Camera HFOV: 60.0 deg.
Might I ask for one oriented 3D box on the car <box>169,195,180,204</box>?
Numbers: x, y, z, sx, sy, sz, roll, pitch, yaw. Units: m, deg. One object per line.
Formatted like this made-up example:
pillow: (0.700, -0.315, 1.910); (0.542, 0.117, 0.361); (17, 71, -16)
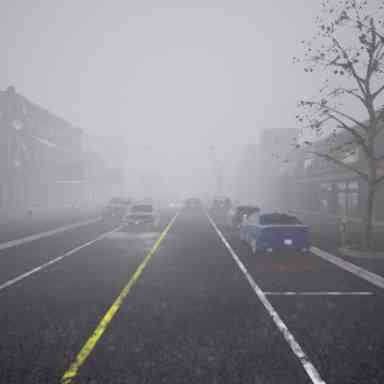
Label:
car: (-3.037, 1.489, 62.363); (2.128, 1.511, 4.902); (0, 0, 1)

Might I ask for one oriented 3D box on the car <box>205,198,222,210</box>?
car: (2.693, 1.557, 43.223); (1.947, 1.339, 4.313); (0, 0, 0)

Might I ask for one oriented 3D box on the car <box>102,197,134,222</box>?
car: (-5.683, 1.307, 26.625); (2.192, 1.841, 5.009); (1, 0, 0)

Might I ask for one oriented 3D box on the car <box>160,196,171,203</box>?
car: (-5.814, 1.544, 72.534); (2.008, 1.369, 4.403); (0, 0, 0)

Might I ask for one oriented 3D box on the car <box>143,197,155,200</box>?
car: (-5.687, 1.573, 37.691); (1.802, 1.307, 4.206); (1, 0, 0)

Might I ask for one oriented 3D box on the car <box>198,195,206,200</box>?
car: (2.817, 1.546, 93.456); (1.887, 1.381, 4.507); (0, 0, 0)

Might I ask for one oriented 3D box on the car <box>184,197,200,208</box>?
car: (0.045, 1.482, 48.025); (2.128, 1.511, 4.902); (0, 0, 1)

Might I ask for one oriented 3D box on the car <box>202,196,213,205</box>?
car: (2.752, 1.516, 59.687); (1.752, 1.417, 4.829); (0, 0, 0)

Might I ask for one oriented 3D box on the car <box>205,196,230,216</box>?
car: (2.697, 1.306, 32.157); (2.192, 1.841, 5.009); (0, 0, 0)

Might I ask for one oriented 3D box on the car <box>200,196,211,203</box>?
car: (2.791, 1.543, 67.908); (2.008, 1.369, 4.403); (0, 0, 0)

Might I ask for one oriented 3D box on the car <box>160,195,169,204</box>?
car: (-5.758, 1.517, 61.298); (1.752, 1.417, 4.829); (1, 0, 0)

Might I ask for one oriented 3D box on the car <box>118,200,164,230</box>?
car: (-3.101, 1.498, 21.156); (1.837, 1.490, 4.892); (0, 0, 0)

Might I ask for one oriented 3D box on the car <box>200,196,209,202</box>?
car: (2.819, 1.560, 75.453); (1.947, 1.339, 4.313); (0, 0, 0)

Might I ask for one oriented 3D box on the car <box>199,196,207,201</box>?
car: (2.818, 1.579, 84.454); (1.802, 1.307, 4.206); (0, 0, 0)

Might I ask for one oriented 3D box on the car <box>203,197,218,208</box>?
car: (2.700, 1.535, 48.450); (1.887, 1.381, 4.507); (0, 0, 0)

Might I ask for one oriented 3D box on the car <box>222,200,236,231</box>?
car: (3.144, 1.498, 20.325); (1.837, 1.490, 4.892); (0, 0, 0)

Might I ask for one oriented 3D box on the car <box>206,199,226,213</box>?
car: (2.694, 1.557, 37.690); (1.947, 1.339, 4.313); (0, 0, 0)

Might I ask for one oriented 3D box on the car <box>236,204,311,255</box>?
car: (3.139, 1.473, 13.325); (1.882, 1.535, 5.008); (0, 0, 0)

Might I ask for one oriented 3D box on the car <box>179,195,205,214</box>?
car: (0.050, 1.343, 35.212); (2.097, 1.767, 4.553); (0, 0, 0)

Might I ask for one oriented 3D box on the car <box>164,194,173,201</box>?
car: (-5.821, 1.437, 83.353); (1.967, 1.590, 4.097); (0, 0, 0)

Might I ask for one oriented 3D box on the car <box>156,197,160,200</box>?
car: (-5.686, 1.431, 43.224); (1.967, 1.590, 4.097); (1, 0, 0)
